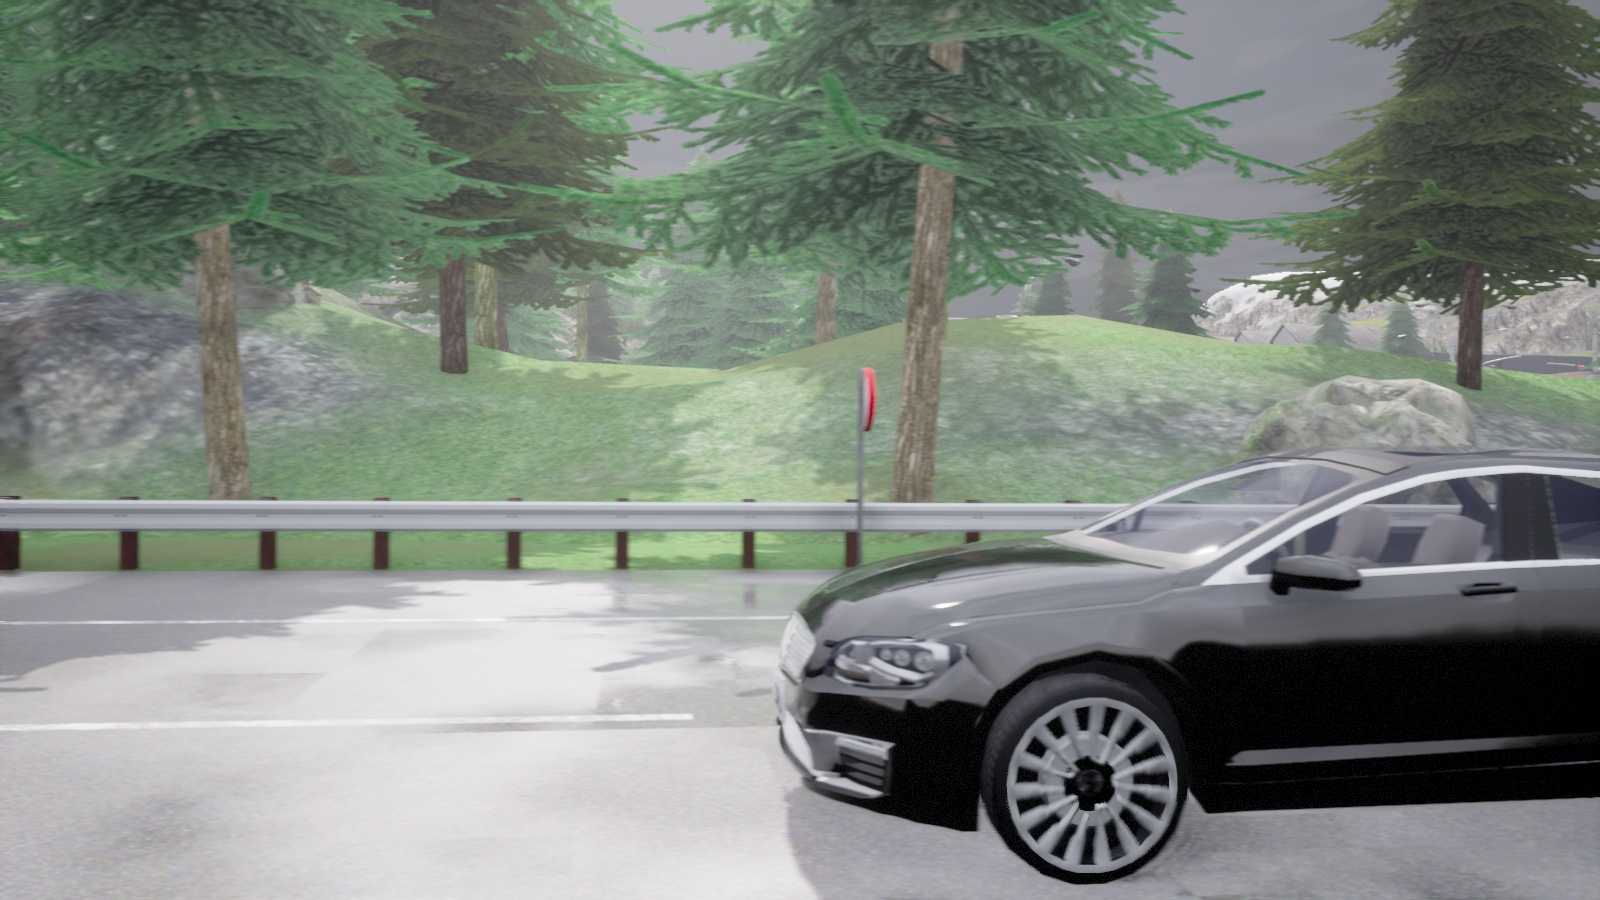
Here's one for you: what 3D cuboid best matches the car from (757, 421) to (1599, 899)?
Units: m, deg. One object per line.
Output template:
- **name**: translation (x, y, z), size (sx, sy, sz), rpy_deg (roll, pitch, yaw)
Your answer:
- **car**: translation (2.359, 0.643, 5.304), size (4.902, 1.511, 2.128), rpy_deg (-1, 1, -7)
